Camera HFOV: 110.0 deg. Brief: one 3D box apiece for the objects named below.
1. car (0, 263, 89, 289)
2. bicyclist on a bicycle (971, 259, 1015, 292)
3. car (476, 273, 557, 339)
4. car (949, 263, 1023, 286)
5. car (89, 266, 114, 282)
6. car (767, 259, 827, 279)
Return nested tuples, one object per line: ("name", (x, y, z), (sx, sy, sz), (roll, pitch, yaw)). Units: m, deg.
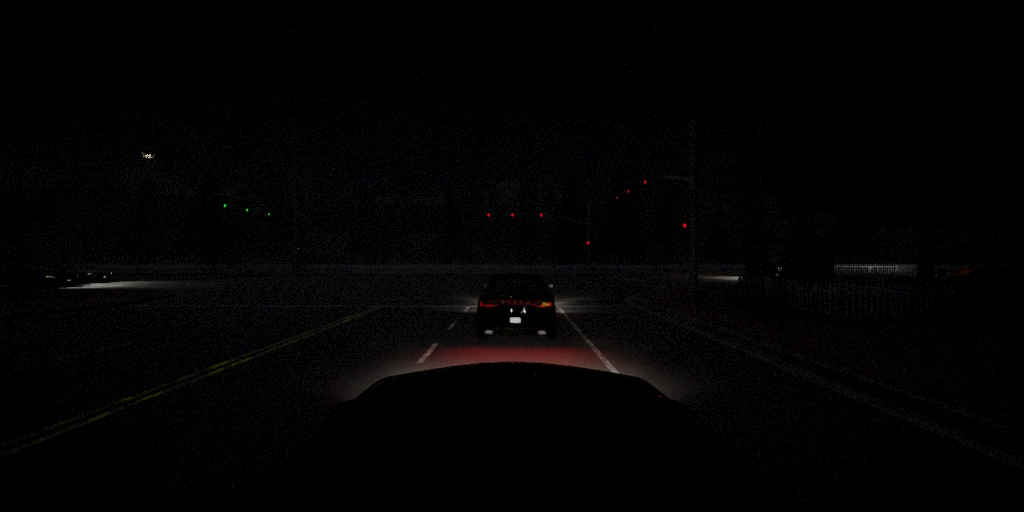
("car", (-29.619, 1.216, 22.084), (4.674, 1.442, 1.812), (0, 0, 0))
("bicyclist on a bicycle", (22.821, 0.992, 17.030), (0.582, 1.620, 1.656), (0, 0, 0))
("car", (0.173, 1.226, 10.168), (1.882, 1.535, 5.008), (0, 0, 2))
("car", (29.761, 1.168, 21.701), (5.008, 1.535, 1.882), (0, 0, 2))
("car", (-31.400, 1.215, 25.561), (4.674, 1.442, 1.812), (0, 0, -1))
("car", (22.876, 1.041, 28.945), (4.553, 1.767, 2.097), (0, 0, 1))
